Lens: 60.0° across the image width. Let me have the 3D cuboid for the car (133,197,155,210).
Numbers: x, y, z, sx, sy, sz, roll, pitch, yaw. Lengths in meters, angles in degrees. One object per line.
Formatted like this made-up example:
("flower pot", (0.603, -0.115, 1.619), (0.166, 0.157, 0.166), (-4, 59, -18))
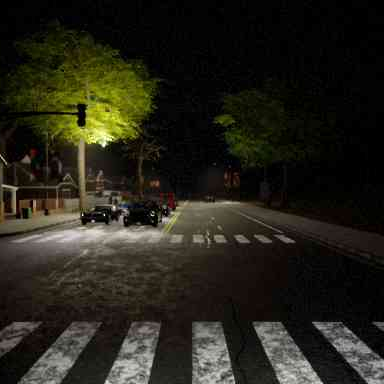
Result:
("car", (-6.369, 1.486, 44.633), (2.128, 1.511, 4.902), (0, 0, 1))

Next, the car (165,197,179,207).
("car", (-3.056, 1.501, 51.655), (1.837, 1.490, 4.892), (0, 0, 1))

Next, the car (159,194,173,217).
("car", (-3.193, 1.344, 31.381), (2.097, 1.767, 4.553), (0, 0, 0))

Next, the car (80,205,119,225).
("car", (-6.479, 1.594, 24.021), (1.895, 1.301, 4.718), (0, 0, 0))

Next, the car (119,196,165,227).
("car", (-3.238, 1.346, 22.524), (2.097, 1.767, 4.553), (0, 0, 0))

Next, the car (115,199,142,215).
("car", (-6.419, 1.518, 34.193), (1.812, 1.442, 4.674), (0, 0, 0))

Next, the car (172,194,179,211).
("car", (-3.143, 1.215, 41.216), (2.150, 2.045, 5.566), (0, 0, 1))

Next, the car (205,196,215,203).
("car", (3.677, 1.506, 67.636), (1.837, 1.490, 4.892), (0, 0, 1))
